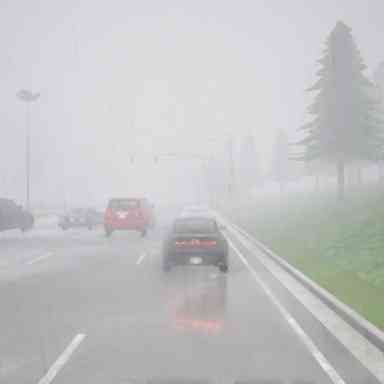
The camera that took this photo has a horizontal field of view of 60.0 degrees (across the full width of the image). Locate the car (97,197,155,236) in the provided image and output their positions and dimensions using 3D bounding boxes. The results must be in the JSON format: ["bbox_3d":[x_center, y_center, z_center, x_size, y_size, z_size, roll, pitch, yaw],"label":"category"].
[{"bbox_3d":[-3.403,1.296,18.873,2.150,2.045,5.566,0,0,0],"label":"car"}]

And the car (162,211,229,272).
[{"bbox_3d":[0.098,1.545,10.849,1.837,1.490,4.892,0,-1,0],"label":"car"}]

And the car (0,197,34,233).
[{"bbox_3d":[-10.404,1.289,17.266,2.150,2.045,5.566,0,0,0],"label":"car"}]

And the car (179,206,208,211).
[{"bbox_3d":[0.096,1.611,21.565,1.812,1.442,4.674,0,0,0],"label":"car"}]

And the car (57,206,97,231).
[{"bbox_3d":[-6.882,1.631,21.358,2.033,1.411,5.357,0,0,-2],"label":"car"}]
